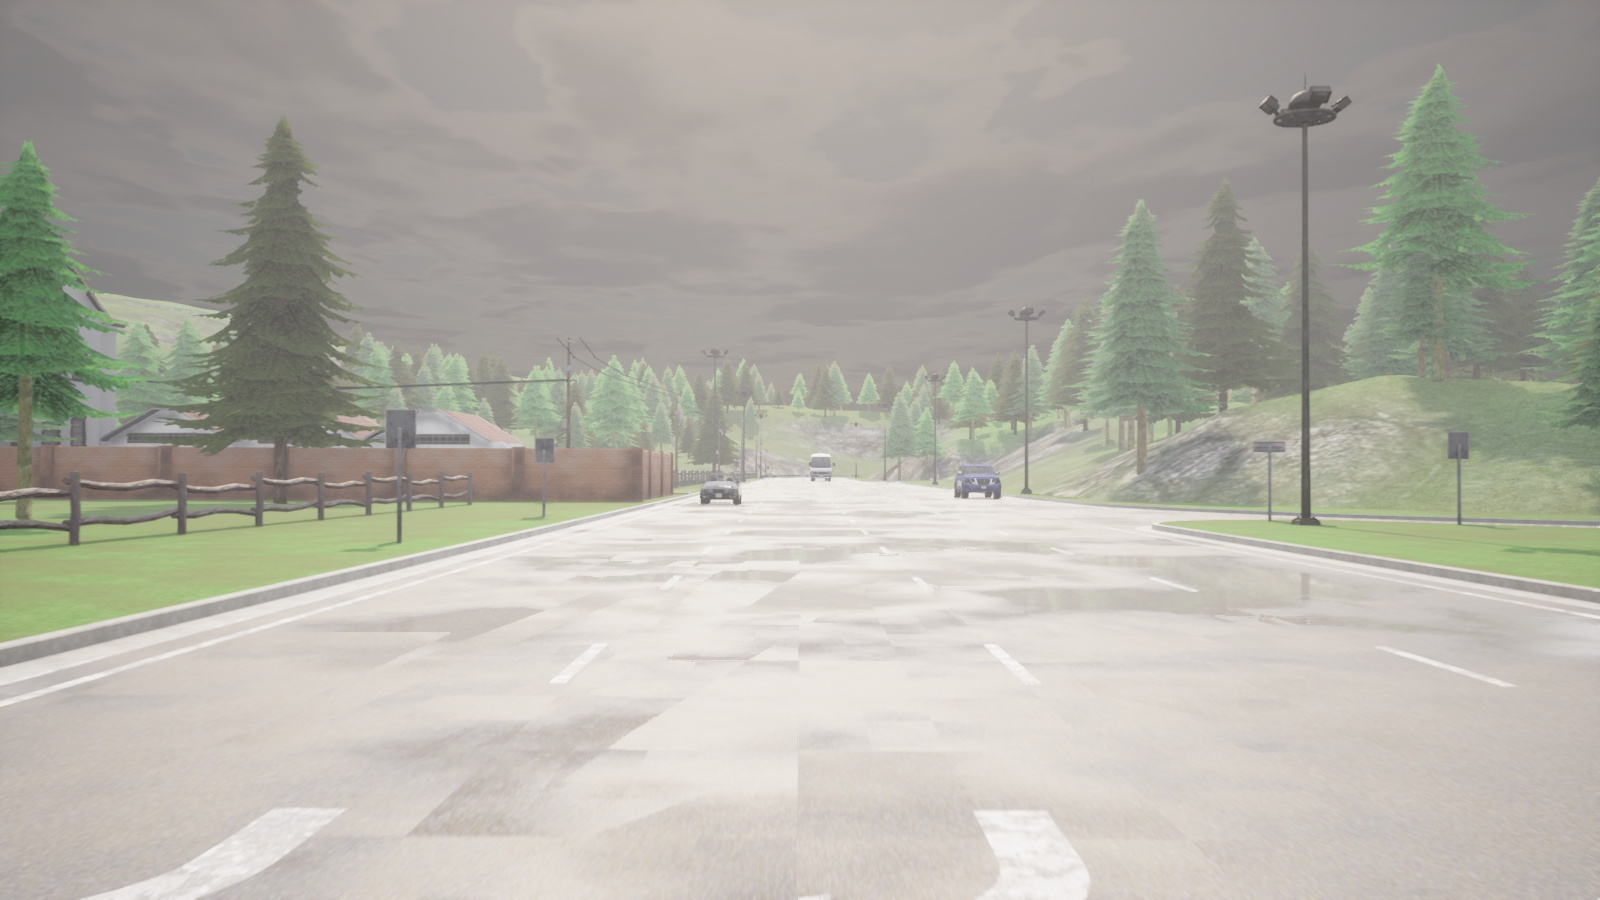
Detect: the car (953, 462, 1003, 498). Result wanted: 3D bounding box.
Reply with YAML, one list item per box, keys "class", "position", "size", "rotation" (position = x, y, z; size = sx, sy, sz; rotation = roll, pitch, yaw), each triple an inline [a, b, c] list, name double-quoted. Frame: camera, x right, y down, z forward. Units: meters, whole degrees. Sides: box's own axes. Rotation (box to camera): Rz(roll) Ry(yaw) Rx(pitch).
- class: "car"
  position: [10.337, 1.720, 73.327]
  size: [2.150, 2.045, 5.566]
  rotation: [0, -1, 0]

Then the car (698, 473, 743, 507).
- class: "car"
  position: [-3.628, 1.815, 58.113]
  size: [1.816, 1.474, 4.193]
  rotation: [0, -1, 0]
